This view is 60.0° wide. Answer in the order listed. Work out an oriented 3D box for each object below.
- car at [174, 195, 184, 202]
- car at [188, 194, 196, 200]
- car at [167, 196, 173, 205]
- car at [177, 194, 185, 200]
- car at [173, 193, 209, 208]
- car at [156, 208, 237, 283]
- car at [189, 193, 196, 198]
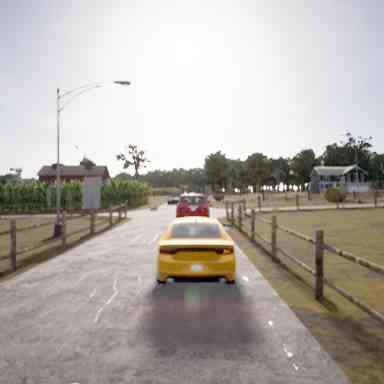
[{"bbox_3d":[-2.744,1.321,69.020,1.895,1.301,4.718,0,0,0],"label":"car"},{"bbox_3d":[0.012,1.156,81.374,1.837,1.490,4.892,0,0,0],"label":"car"},{"bbox_3d":[-2.833,1.361,52.782,1.994,1.385,4.181,0,0,0],"label":"car"},{"bbox_3d":[-2.737,1.251,82.027,1.895,1.301,4.718,0,0,0],"label":"car"},{"bbox_3d":[-0.005,1.154,23.046,2.150,2.045,5.566,0,0,-2],"label":"car"},{"bbox_3d":[0.098,1.453,9.576,1.882,1.535,5.008,0,0,0],"label":"car"},{"bbox_3d":[0.017,0.927,91.803,1.882,1.535,5.008,0,0,0],"label":"car"}]
